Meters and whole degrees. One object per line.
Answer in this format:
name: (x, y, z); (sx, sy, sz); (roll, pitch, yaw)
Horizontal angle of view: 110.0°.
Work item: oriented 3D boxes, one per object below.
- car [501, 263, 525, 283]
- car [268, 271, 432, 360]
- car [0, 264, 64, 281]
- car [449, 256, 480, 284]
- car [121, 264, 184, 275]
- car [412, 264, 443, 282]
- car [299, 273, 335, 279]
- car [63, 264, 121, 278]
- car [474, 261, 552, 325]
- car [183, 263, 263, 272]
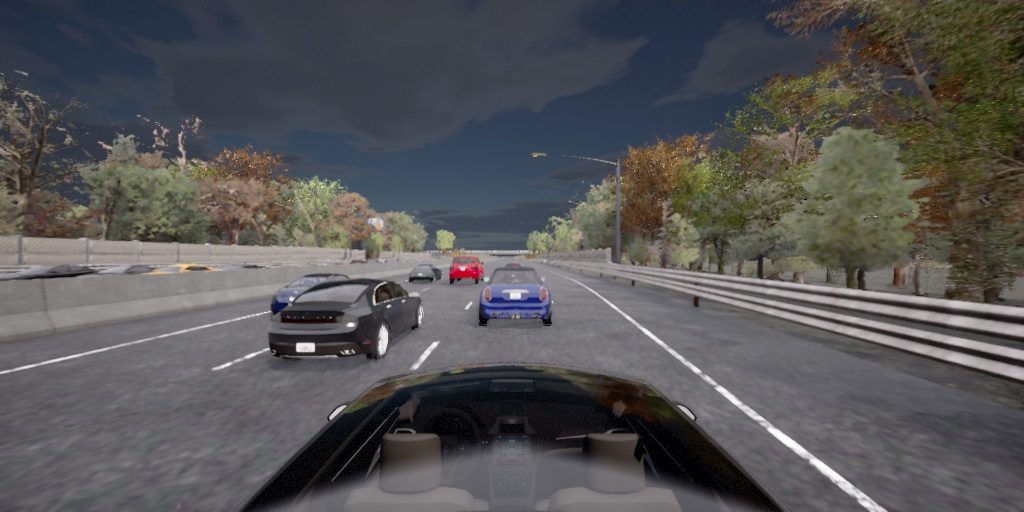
car: (0.095, 1.322, 29.495); (1.812, 1.442, 4.674); (0, 0, 0)
car: (-3.405, 1.264, 8.339); (1.837, 1.490, 4.892); (0, 0, 0)
car: (-27.793, 1.257, 21.636); (1.882, 1.535, 5.008); (0, 0, -2)
car: (-3.405, 1.013, 27.512); (2.150, 2.045, 5.566); (0, 0, 0)
car: (-21.101, 1.260, 22.862); (1.882, 1.535, 5.008); (0, 0, 0)
car: (-6.905, 1.359, 29.057); (1.994, 1.385, 4.181); (0, 0, 0)
car: (-6.903, 1.330, 13.424); (1.994, 1.385, 4.181); (0, 0, 0)
car: (-24.600, 1.308, 22.834); (1.812, 1.442, 4.674); (0, 0, 0)
car: (0.097, 1.116, 11.980); (2.097, 1.767, 4.553); (0, 0, 0)
car: (-17.602, 1.260, 22.889); (1.882, 1.535, 5.008); (0, 0, 0)
